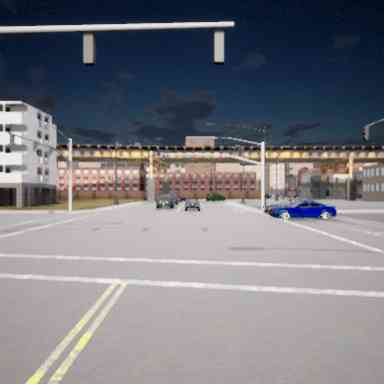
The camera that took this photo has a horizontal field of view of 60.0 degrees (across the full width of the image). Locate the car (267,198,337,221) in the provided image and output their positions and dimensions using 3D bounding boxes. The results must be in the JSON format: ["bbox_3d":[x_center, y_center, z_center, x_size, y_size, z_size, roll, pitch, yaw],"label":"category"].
[{"bbox_3d":[8.859,1.437,26.501,5.008,1.535,1.882,0,0,2],"label":"car"}]

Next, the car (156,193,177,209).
[{"bbox_3d":[-3.622,1.245,45.816,2.150,2.045,5.566,0,0,1],"label":"car"}]

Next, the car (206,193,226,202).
[{"bbox_3d":[5.702,1.265,78.745,2.150,2.045,5.566,0,0,43],"label":"car"}]

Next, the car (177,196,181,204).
[{"bbox_3d":[-3.617,1.247,59.004,2.150,2.045,5.566,0,1,1],"label":"car"}]

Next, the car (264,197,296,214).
[{"bbox_3d":[9.000,1.452,30.002,4.902,1.511,2.128,0,0,2],"label":"car"}]

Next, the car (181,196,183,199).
[{"bbox_3d":[-2.732,1.561,70.502,2.128,1.511,4.902,0,0,15],"label":"car"}]

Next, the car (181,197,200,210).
[{"bbox_3d":[0.058,1.569,42.189,2.033,1.411,5.357,0,0,0],"label":"car"}]
